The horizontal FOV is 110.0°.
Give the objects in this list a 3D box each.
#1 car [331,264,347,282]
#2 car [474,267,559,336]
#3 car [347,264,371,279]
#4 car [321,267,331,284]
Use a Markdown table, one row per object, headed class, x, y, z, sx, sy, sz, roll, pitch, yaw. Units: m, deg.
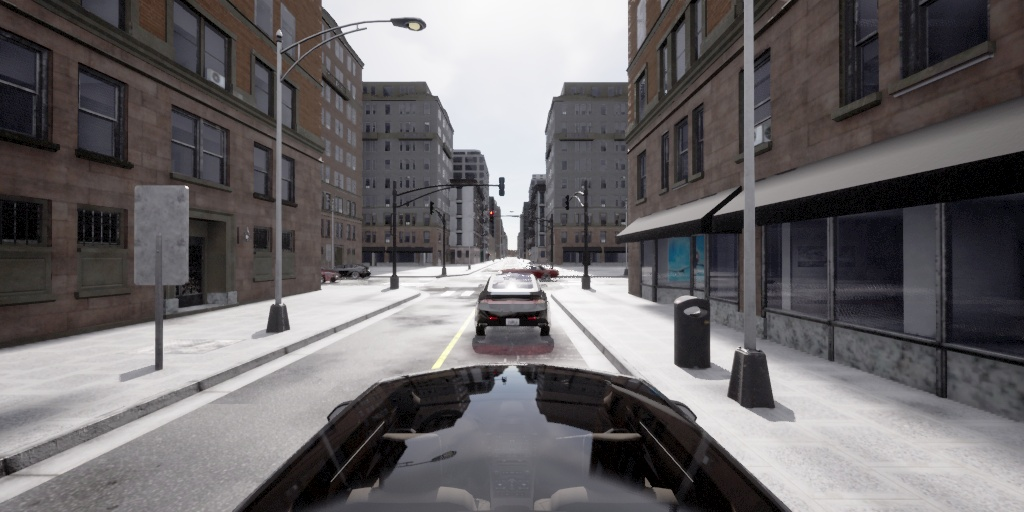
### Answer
| class | x | y | z | sx | sy | sz | roll | pitch | yaw |
| --- | --- | --- | --- | --- | --- | --- | --- | --- | --- |
| car | -14.734 | 1.300 | 26.096 | 4.181 | 1.385 | 1.994 | 0 | 0 | 0 |
| car | 0.025 | 1.242 | 10.362 | 2.128 | 1.511 | 4.902 | 0 | 0 | 0 |
| car | -14.676 | 1.330 | 31.579 | 4.313 | 1.339 | 1.948 | 0 | 0 | 0 |
| car | -14.706 | 1.289 | 23.552 | 4.313 | 1.339 | 1.948 | 0 | 0 | 0 |
